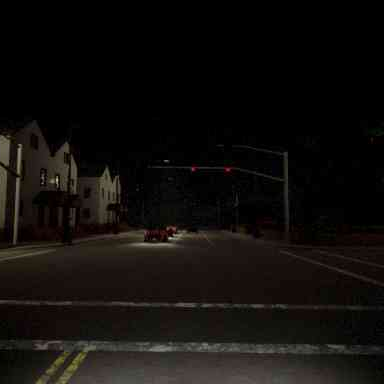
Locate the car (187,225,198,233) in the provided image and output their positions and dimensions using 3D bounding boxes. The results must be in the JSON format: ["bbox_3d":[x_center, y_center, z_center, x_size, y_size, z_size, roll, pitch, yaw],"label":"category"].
[{"bbox_3d":[0.095,6.472,57.910,2.033,1.411,5.357,0,-5,0],"label":"car"}]

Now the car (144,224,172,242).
[{"bbox_3d":[-3.530,4.074,33.505,2.097,1.767,4.553,0,-5,0],"label":"car"}]

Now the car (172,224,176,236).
[{"bbox_3d":[-3.513,5.176,43.427,1.994,1.385,4.181,0,-5,0],"label":"car"}]
